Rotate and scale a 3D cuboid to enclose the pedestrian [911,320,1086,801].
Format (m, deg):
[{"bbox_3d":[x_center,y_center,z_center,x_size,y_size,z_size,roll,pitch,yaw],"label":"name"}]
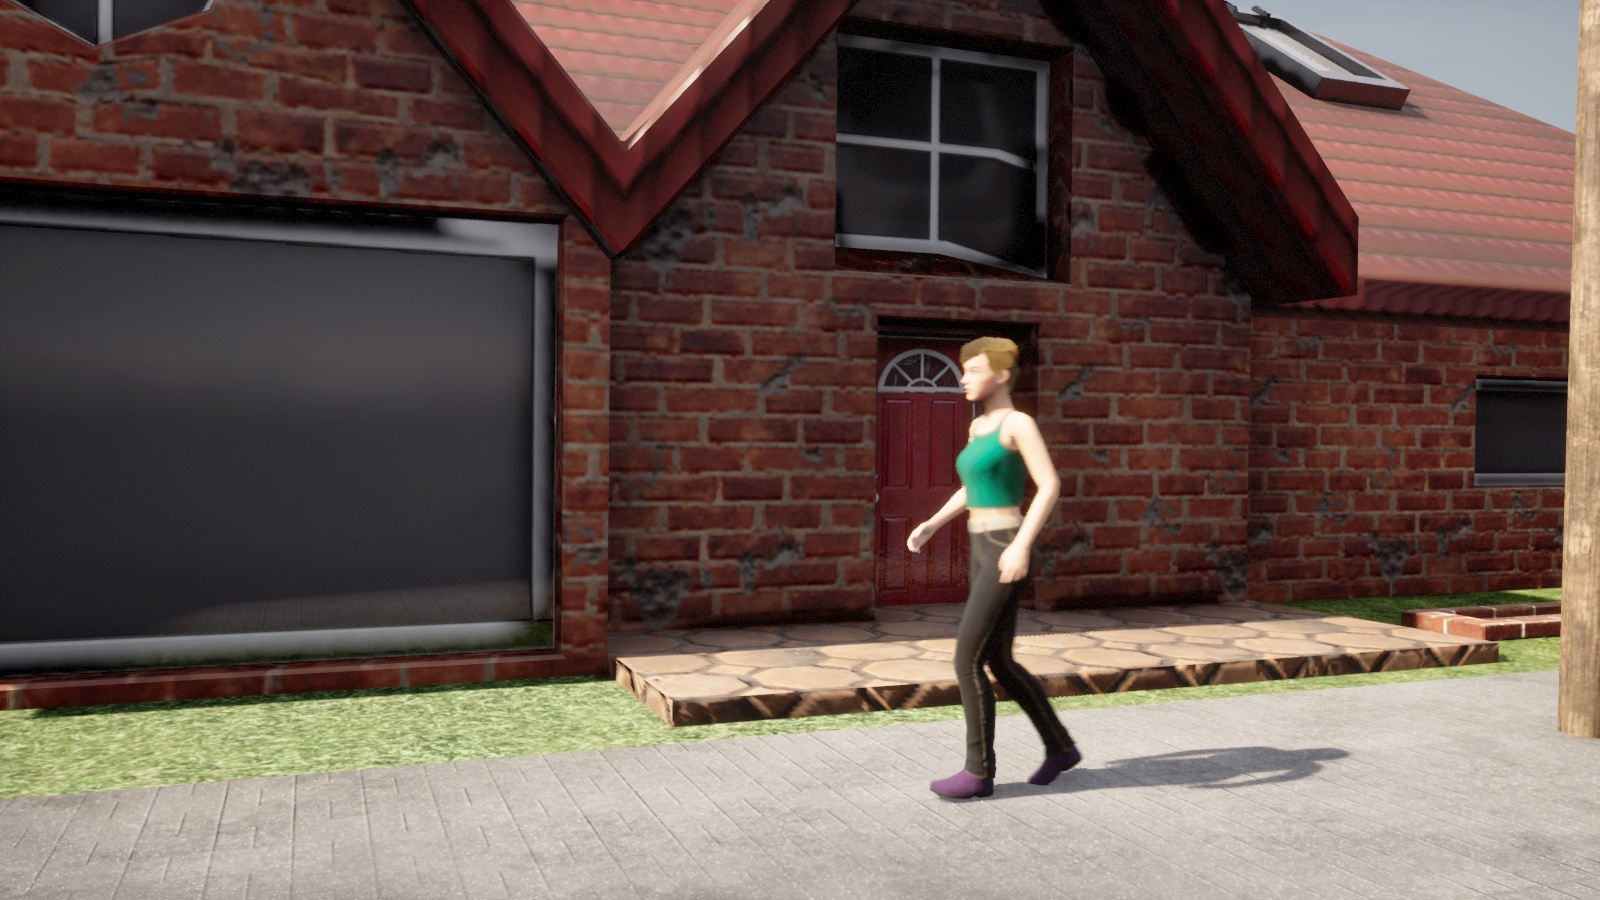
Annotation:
[{"bbox_3d":[0.783,0.418,5.006,0.594,1.836,0.345,-1,1,-10],"label":"pedestrian"}]
